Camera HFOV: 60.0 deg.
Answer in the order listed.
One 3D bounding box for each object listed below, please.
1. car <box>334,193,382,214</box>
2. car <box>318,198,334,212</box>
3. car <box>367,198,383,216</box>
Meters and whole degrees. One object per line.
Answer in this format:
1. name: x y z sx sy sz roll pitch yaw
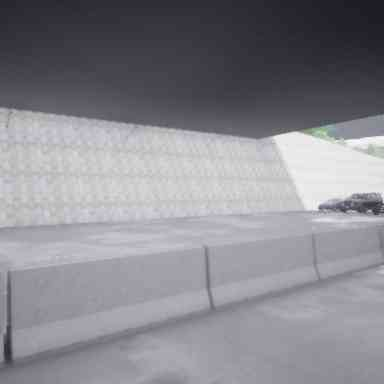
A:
1. car: 16.987 1.089 33.243 5.566 2.045 2.150 0 0 -35
2. car: 15.899 1.389 36.763 4.674 1.442 1.812 0 0 -35
3. car: 18.023 1.475 29.693 4.718 1.301 1.895 0 0 -35
